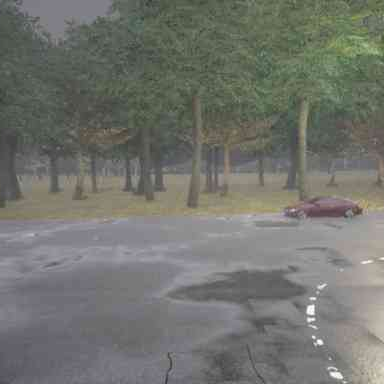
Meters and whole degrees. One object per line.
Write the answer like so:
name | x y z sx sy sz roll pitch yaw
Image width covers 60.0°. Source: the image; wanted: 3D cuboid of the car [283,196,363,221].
car | 8.052 0.986 20.590 4.674 1.442 1.812 -2 3 0
